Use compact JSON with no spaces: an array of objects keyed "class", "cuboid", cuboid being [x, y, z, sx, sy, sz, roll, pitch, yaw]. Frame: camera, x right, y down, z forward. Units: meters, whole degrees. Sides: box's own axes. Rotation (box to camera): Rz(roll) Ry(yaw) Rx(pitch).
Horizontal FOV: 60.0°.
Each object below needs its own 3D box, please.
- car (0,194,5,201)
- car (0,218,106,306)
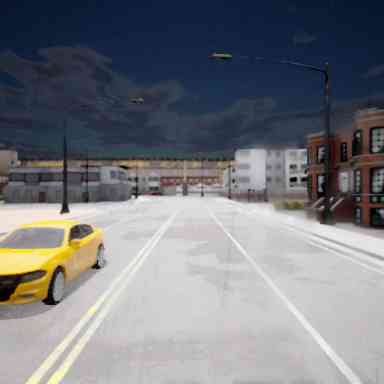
[{"class":"car","cuboid":[-45.091,1.353,81.700,5.027,1.636,2.152,0,0,-1]},{"class":"car","cuboid":[-3.590,1.471,8.310,1.882,1.535,5.008,0,0,0]}]
